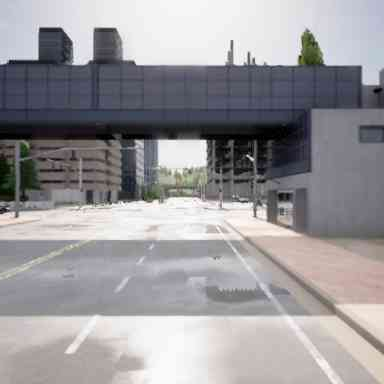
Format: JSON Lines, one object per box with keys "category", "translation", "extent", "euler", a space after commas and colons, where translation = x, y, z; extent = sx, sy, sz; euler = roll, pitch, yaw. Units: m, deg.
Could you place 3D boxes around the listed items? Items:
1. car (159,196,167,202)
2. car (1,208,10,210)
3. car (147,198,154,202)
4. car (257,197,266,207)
{"category": "car", "translation": [-8.156, 2.089, 93.700], "extent": [2.150, 2.045, 5.566], "euler": [0, -1, 0]}
{"category": "car", "translation": [-22.491, 1.721, 35.737], "extent": [5.357, 1.411, 2.033], "euler": [0, -1, 0]}
{"category": "car", "translation": [-11.656, 2.342, 93.704], "extent": [1.882, 1.535, 5.008], "euler": [0, -1, 0]}
{"category": "car", "translation": [13.122, 1.724, 60.851], "extent": [1.932, 1.855, 4.605], "euler": [0, -1, 0]}
